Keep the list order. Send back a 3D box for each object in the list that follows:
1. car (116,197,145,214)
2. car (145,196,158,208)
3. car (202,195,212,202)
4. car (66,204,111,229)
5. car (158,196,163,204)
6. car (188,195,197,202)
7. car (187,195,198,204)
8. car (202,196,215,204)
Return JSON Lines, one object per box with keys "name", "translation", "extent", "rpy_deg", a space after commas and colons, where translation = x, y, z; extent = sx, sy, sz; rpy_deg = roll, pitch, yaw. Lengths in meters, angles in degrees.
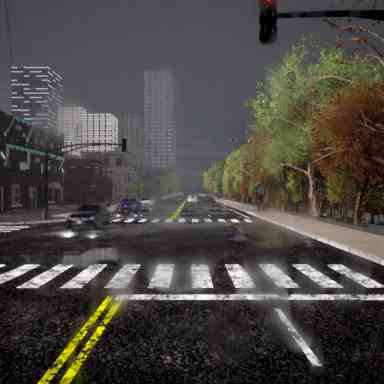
{"name": "car", "translation": [-6.566, 1.340, 35.158], "extent": [2.097, 1.767, 4.553], "rpy_deg": [0, 0, 0]}
{"name": "car", "translation": [-6.550, 1.508, 48.700], "extent": [1.812, 1.442, 4.674], "rpy_deg": [0, 0, 0]}
{"name": "car", "translation": [3.317, 1.510, 74.412], "extent": [2.033, 1.411, 5.357], "rpy_deg": [0, 0, 0]}
{"name": "car", "translation": [-6.582, 1.520, 21.702], "extent": [1.812, 1.442, 4.674], "rpy_deg": [0, 0, 0]}
{"name": "car", "translation": [-6.510, 1.469, 61.338], "extent": [2.128, 1.511, 4.902], "rpy_deg": [0, 0, 0]}
{"name": "car", "translation": [0.075, 1.447, 74.833], "extent": [1.882, 1.535, 5.008], "rpy_deg": [0, 0, 0]}
{"name": "car", "translation": [0.143, 1.501, 64.548], "extent": [1.812, 1.442, 4.674], "rpy_deg": [0, 0, 0]}
{"name": "car", "translation": [3.401, 1.523, 63.759], "extent": [2.033, 1.411, 5.357], "rpy_deg": [0, 0, 0]}
